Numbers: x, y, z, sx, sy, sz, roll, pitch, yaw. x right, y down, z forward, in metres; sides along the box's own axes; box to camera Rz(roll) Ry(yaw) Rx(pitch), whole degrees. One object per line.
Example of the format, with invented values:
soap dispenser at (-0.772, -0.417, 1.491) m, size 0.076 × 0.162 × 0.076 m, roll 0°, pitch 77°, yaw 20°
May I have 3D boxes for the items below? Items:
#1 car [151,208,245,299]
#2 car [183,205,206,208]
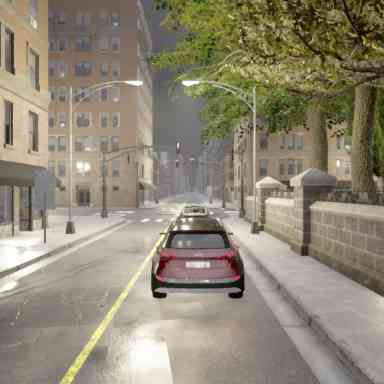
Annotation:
car at (0.119, 1.430, 8.492) m, size 2.033 × 1.649 × 4.856 m, roll 0°, pitch 0°, yaw 0°
car at (0.141, 1.503, 18.339) m, size 1.837 × 1.490 × 4.892 m, roll 0°, pitch 0°, yaw 0°
